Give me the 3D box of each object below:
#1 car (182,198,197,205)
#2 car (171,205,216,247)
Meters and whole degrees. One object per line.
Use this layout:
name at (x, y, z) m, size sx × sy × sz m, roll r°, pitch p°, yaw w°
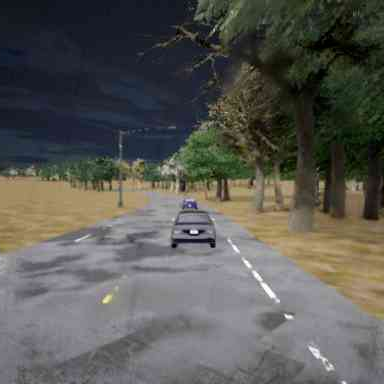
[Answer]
car at (-0.330, 1.452, 41.989) m, size 1.812 × 1.442 × 4.674 m, roll 0°, pitch 0°, yaw -2°
car at (0.058, 1.534, 14.931) m, size 2.033 × 1.411 × 5.357 m, roll 0°, pitch 0°, yaw 0°
